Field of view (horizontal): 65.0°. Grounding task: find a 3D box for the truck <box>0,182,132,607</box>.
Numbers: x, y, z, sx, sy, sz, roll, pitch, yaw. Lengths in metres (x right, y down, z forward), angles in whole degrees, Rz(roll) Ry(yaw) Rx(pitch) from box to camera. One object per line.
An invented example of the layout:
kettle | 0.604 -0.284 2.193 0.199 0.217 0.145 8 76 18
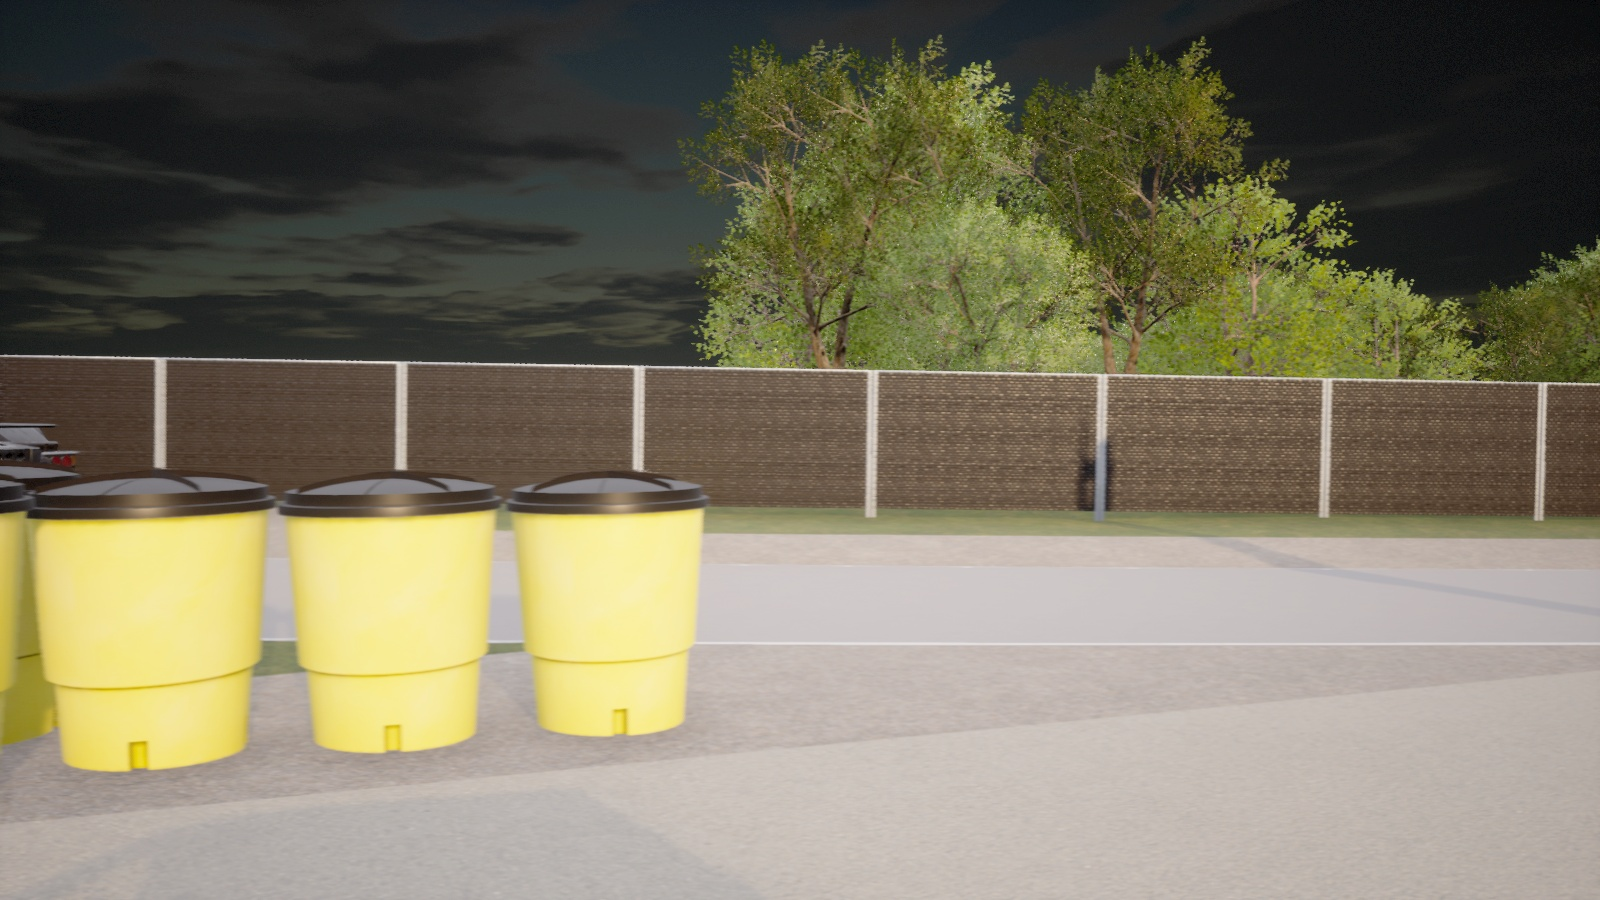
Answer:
truck | -10.475 -0.465 10.783 7.936 3.462 2.891 0 2 2
